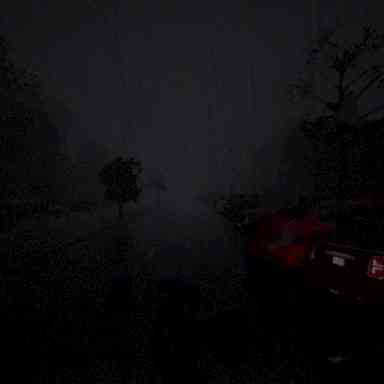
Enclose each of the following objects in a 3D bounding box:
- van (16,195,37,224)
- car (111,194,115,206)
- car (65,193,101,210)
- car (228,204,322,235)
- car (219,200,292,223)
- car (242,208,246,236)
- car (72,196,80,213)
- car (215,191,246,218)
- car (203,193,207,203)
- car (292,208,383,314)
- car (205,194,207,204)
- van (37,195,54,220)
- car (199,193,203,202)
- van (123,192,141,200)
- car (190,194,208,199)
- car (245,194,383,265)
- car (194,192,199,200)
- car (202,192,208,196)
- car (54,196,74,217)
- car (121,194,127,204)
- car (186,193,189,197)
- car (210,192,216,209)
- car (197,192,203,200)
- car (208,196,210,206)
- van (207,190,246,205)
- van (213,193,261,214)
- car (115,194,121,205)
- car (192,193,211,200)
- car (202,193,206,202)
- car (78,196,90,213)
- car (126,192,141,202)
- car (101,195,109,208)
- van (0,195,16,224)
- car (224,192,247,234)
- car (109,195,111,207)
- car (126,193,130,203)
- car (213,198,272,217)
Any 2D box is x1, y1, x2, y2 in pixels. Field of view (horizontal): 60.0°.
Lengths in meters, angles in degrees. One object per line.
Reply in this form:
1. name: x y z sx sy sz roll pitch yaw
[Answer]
1. van: -13.356 1.217 22.852 4.442 1.987 1.878 -1 0 -20
2. car: -13.584 1.260 46.608 4.553 1.767 2.185 -1 0 -21
3. car: -13.548 1.156 37.676 5.566 2.045 2.435 -1 0 -20
4. car: 4.711 1.461 18.957 4.792 1.488 2.163 1 0 -20
5. car: 4.724 1.416 24.979 5.008 1.535 2.097 1 0 -20
6. car: 4.727 1.478 12.944 4.792 1.488 2.163 1 0 -20
7. car: -13.521 1.452 31.725 4.792 1.488 2.163 -1 0 -20
8. car: 4.757 1.173 21.989 5.566 2.045 2.435 1 0 -20
9. car: 4.624 1.358 46.049 5.008 1.535 2.097 1 0 -21
10. car: 4.731 1.339 6.938 4.553 1.767 2.185 1 0 -20
11. car: 4.818 1.366 43.107 5.366 1.575 1.946 1 0 -21
12. van: -13.368 1.210 25.830 4.442 1.987 1.878 -1 0 -20
13. car: 4.343 1.322 58.132 5.008 1.535 2.097 1 0 -22
14. van: -15.818 1.063 88.042 4.442 1.987 1.878 -1 0 -25
15. car: 2.039 1.252 94.261 4.792 1.488 2.163 1 0 -26
16. car: 4.738 1.205 9.934 5.566 2.045 2.435 1 0 -20
17. car: 3.947 1.043 67.168 5.566 2.045 2.435 1 0 -23
18. car: 4.489 1.215 52.086 4.553 1.767 2.185 1 0 -22
19. car: -13.309 1.424 28.829 5.366 1.575 1.946 -1 0 -20
20. car: -13.850 1.395 55.472 4.792 1.488 2.163 -1 0 -22
21. car: 1.993 1.220 91.200 5.366 1.575 1.946 1 0 -26
22. car: 4.740 1.157 27.998 5.566 2.045 2.435 1 0 -20
23. car: 4.120 1.304 64.165 5.008 1.535 2.097 1 0 -23
24. car: 4.711 1.414 37.023 4.792 1.488 2.163 1 0 -20
25. van: 4.563 1.148 39.978 4.442 1.987 1.878 1 0 -20
26. van: 4.591 1.165 33.953 4.442 1.987 1.878 1 0 -20
27. car: -13.657 1.378 49.564 5.008 1.535 2.097 -1 0 -21
28. car: 2.480 1.108 88.287 4.553 1.767 2.185 1 0 -26
29. car: 4.558 1.350 49.067 4.892 1.521 2.231 1 0 -21
30. car: -13.480 1.444 34.729 4.792 1.488 2.163 -1 0 -20
31. car: -15.548 1.304 82.015 5.366 1.575 1.946 -1 0 -25
32. car: -13.369 1.394 40.731 5.366 1.575 1.946 -1 0 -20
33. van: -13.344 1.225 19.874 4.442 1.987 1.878 -1 0 -20
34. car: 4.725 1.189 15.948 5.566 2.045 2.435 1 0 -20
35. car: -13.565 1.394 43.631 4.892 1.521 2.231 -1 0 -21
36. car: -13.895 1.387 58.466 4.792 1.488 2.163 -1 0 -22
37. car: 4.708 1.400 30.990 5.008 1.535 2.097 1 0 -20
